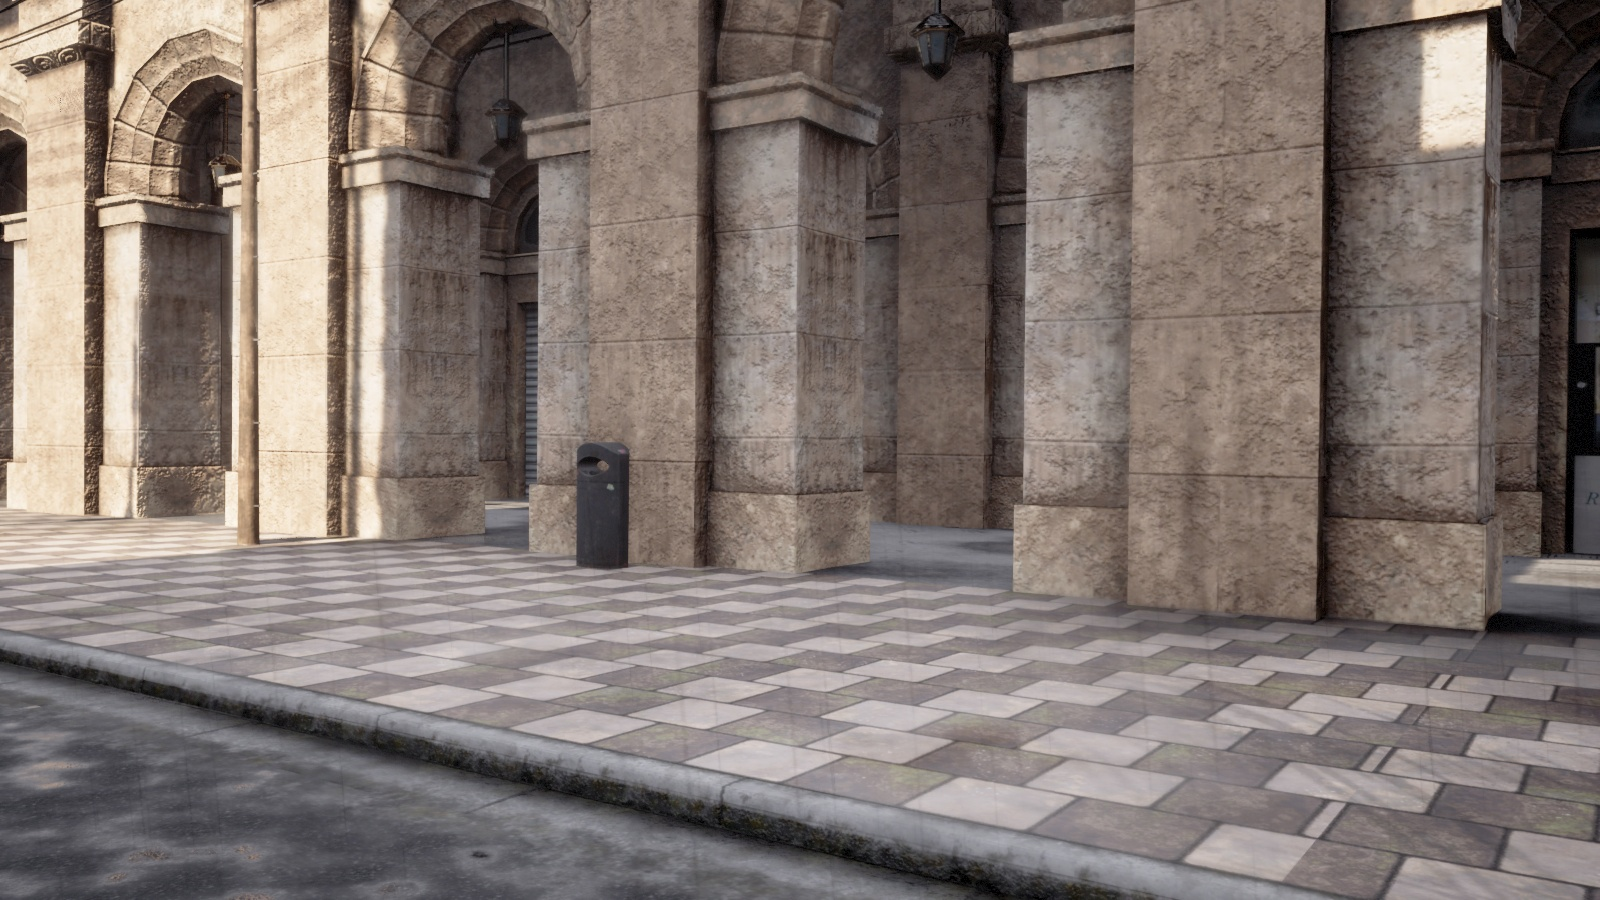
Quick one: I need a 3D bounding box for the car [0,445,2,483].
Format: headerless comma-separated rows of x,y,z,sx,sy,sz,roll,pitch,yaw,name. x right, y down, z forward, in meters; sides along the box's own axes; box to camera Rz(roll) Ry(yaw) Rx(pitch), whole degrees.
-30.009,0.524,42.477,1.895,1.301,4.718,0,1,34,car
